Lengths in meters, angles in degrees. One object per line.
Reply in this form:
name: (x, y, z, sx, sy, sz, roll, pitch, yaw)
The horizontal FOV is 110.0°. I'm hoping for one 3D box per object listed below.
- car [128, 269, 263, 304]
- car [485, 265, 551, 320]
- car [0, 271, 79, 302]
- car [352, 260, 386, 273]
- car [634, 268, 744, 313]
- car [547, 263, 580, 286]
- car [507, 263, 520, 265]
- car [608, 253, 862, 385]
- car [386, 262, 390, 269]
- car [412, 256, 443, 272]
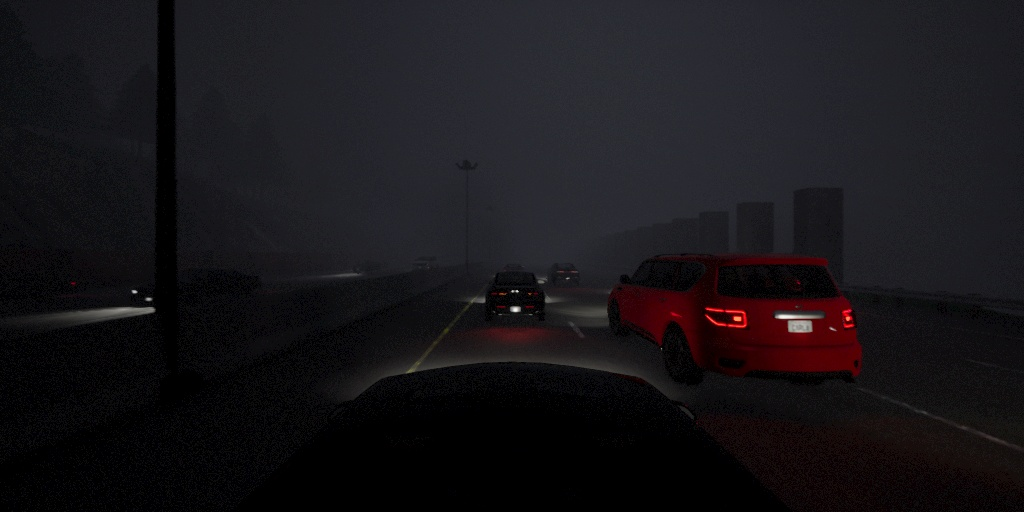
car: (-14.105, 1.297, 16.577, 2.033, 1.411, 5.357, 0, 0, 0)
car: (0.096, 1.253, 12.557, 1.837, 1.490, 4.892, 0, 0, 0)
car: (-21.104, 1.297, 14.223, 2.033, 1.411, 5.357, 0, 0, 0)
car: (-17.384, 1.241, 43.063, 2.128, 1.511, 4.902, 0, 0, 1)
car: (7.097, 1.298, 15.234, 2.033, 1.411, 5.357, 0, 0, 0)
car: (3.596, 1.242, 25.538, 2.128, 1.511, 4.902, 0, 0, 0)
car: (0.120, 1.314, 30.877, 1.994, 1.385, 4.181, 0, 0, 0)
car: (3.600, 0.972, 7.166, 2.150, 2.045, 5.566, 0, 0, 0)
car: (-20.561, 1.351, 55.216, 1.895, 1.301, 4.718, 0, 0, 2)
car: (-10.375, 0.975, 43.410, 2.150, 2.045, 5.566, 0, 0, 2)
